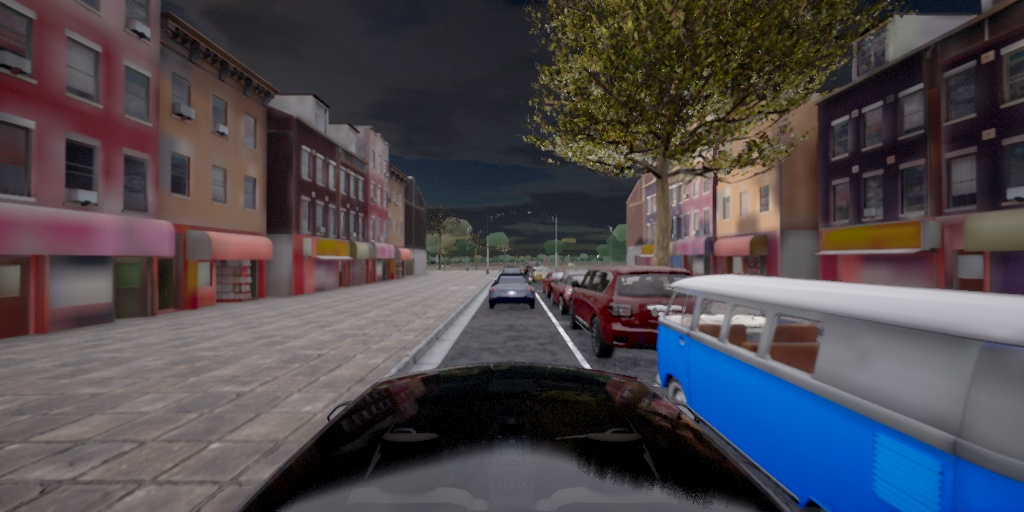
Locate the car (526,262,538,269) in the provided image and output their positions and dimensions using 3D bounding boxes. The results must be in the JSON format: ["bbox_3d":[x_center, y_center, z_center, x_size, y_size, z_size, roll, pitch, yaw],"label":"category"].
[{"bbox_3d":[2.637,1.640,36.310,2.007,1.370,4.403,0,0,0],"label":"car"}]

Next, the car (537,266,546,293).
[{"bbox_3d":[2.637,1.464,19.677,1.888,1.381,4.507,0,0,0],"label":"car"}]

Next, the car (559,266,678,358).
[{"bbox_3d":[2.637,1.129,8.586,2.192,1.841,5.009,0,0,0],"label":"car"}]

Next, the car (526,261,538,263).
[{"bbox_3d":[2.637,1.525,47.401,2.192,1.841,5.009,0,0,0],"label":"car"}]

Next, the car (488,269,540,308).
[{"bbox_3d":[0.003,1.451,16.193,1.994,1.385,4.181,0,0,0],"label":"car"}]

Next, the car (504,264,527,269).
[{"bbox_3d":[0.000,1.577,30.839,2.033,1.411,5.357,0,-1,0],"label":"car"}]

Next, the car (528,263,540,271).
[{"bbox_3d":[2.637,1.554,30.936,1.751,1.417,4.829,0,0,0],"label":"car"}]

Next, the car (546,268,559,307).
[{"bbox_3d":[2.637,1.307,14.131,1.967,1.591,4.097,0,0,0],"label":"car"}]

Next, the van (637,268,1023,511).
[{"bbox_3d":[2.637,1.103,3.040,1.690,1.789,3.998,0,0,0],"label":"van"}]
